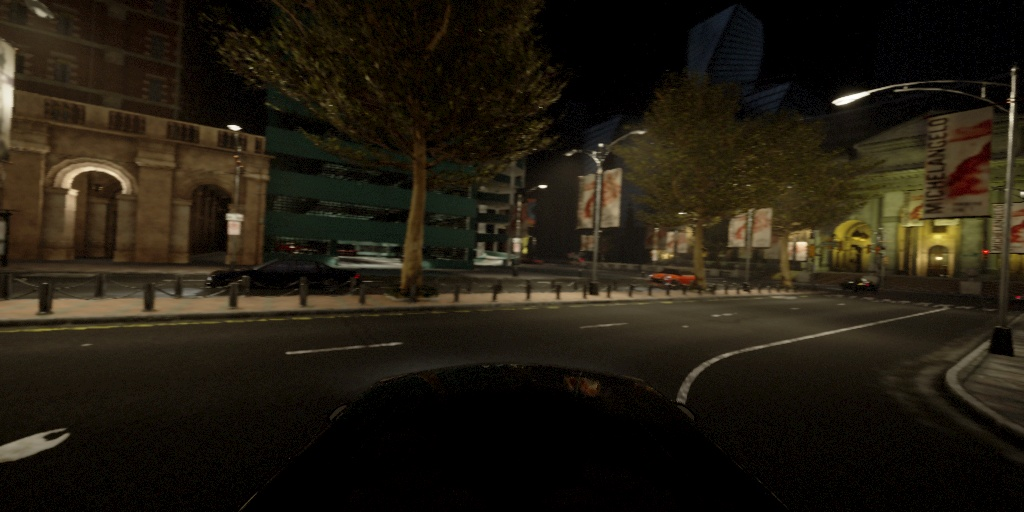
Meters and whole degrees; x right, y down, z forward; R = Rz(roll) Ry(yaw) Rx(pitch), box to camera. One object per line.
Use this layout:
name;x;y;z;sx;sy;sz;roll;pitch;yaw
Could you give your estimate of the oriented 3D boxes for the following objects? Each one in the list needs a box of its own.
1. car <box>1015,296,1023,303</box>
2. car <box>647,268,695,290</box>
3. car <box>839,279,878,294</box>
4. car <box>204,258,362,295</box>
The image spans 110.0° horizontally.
car;46.404;3.821;30.165;4.718;1.301;1.895;3;0;16
car;13.292;1.797;29.643;4.553;1.767;2.097;3;0;-33
car;38.720;3.293;40.165;2.128;1.511;4.902;3;0;23
car;-9.211;0.795;14.940;5.357;1.411;2.033;3;0;-33
